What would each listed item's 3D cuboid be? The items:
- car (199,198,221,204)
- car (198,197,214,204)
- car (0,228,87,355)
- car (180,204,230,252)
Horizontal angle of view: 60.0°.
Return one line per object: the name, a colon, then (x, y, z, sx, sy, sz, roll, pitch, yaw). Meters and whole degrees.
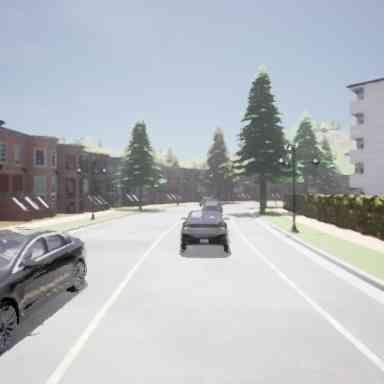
car: (1.939, 1.539, 30.745, 1.812, 1.442, 4.674, 0, 0, 6)
car: (2.483, 1.528, 49.594, 1.837, 1.490, 4.892, 0, -1, 23)
car: (-3.461, 1.489, 6.102, 2.128, 1.511, 4.902, 0, 0, 2)
car: (0.555, 1.497, 14.004, 2.128, 1.511, 4.902, 0, 0, 3)
